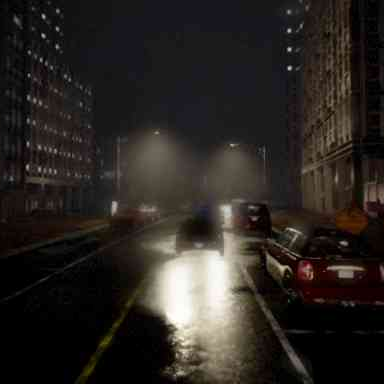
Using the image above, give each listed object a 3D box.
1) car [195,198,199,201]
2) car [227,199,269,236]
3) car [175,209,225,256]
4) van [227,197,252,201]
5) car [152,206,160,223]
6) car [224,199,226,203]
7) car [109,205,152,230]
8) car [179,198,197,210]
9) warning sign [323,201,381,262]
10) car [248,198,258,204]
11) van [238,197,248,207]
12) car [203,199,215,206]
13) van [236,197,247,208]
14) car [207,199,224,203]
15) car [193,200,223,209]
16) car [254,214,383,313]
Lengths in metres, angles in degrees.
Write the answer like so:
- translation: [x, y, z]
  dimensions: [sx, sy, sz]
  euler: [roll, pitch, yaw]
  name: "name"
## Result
- translation: [0.113, 1.890, 56.911]
  dimensions: [2.192, 1.841, 5.009]
  euler: [1, 0, 11]
  name: "car"
- translation: [3.410, 1.519, 19.526]
  dimensions: [2.192, 1.841, 5.009]
  euler: [1, 0, 4]
  name: "car"
- translation: [0.383, 1.674, 13.787]
  dimensions: [1.812, 1.442, 4.674]
  euler: [0, 0, 3]
  name: "car"
- translation: [4.421, 1.655, 31.191]
  dimensions: [1.690, 1.788, 3.998]
  euler: [1, 0, 6]
  name: "van"
- translation: [-3.886, 1.857, 28.771]
  dimensions: [2.008, 1.369, 4.403]
  euler: [1, 0, 5]
  name: "car"
- translation: [6.695, 2.398, 84.715]
  dimensions: [1.947, 1.339, 4.313]
  euler: [1, 0, 16]
  name: "car"
- translation: [-4.374, 1.795, 23.101]
  dimensions: [1.887, 1.381, 4.507]
  euler: [1, -1, 4]
  name: "car"
- translation: [-0.918, 2.046, 51.165]
  dimensions: [1.752, 1.417, 4.829]
  euler: [1, 0, 9]
  name: "car"
- translation: [5.139, 1.230, 10.779]
  dimensions: [1.300, 1.860, 1.060]
  euler: [-1, -2, 2]
  name: "warning sign"
- translation: [16.268, 2.388, 88.781]
  dimensions: [1.947, 1.339, 4.313]
  euler: [1, 0, 17]
  name: "car"
- translation: [10.193, 1.967, 66.036]
  dimensions: [1.690, 1.788, 3.998]
  euler: [1, 0, 13]
  name: "van"
- translation: [3.763, 2.298, 73.697]
  dimensions: [1.947, 1.339, 4.313]
  euler: [1, 0, 14]
  name: "car"
- translation: [8.954, 1.917, 60.306]
  dimensions: [1.690, 1.788, 3.998]
  euler: [1, 0, 12]
  name: "van"
- translation: [4.519, 2.194, 65.787]
  dimensions: [2.033, 1.411, 5.357]
  euler: [0, -1, 13]
  name: "car"
- translation: [1.504, 1.776, 29.031]
  dimensions: [1.882, 1.535, 5.008]
  euler: [0, 0, 6]
  name: "car"
- translation: [2.843, 1.527, 7.928]
  dimensions: [1.967, 1.590, 4.097]
  euler: [1, -1, 2]
  name: "car"
